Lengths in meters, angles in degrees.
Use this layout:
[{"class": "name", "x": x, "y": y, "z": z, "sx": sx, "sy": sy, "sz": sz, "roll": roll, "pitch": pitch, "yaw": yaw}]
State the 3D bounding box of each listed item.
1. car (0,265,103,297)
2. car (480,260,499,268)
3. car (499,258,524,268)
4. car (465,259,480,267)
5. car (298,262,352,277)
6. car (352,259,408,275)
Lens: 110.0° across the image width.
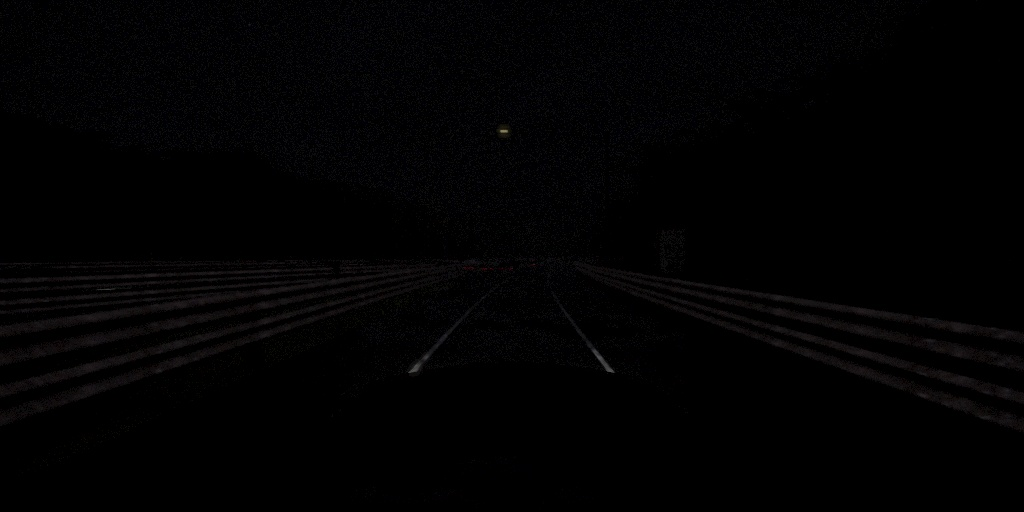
[{"class": "car", "x": -21.901, "y": 1.100, "z": 16.435, "sx": 1.994, "sy": 1.385, "sz": 4.181, "roll": 0, "pitch": 0, "yaw": 18}, {"class": "car", "x": -3.402, "y": 1.325, "z": 62.979, "sx": 1.895, "sy": 1.301, "sz": 4.718, "roll": 0, "pitch": 0, "yaw": 18}, {"class": "car", "x": -0.072, "y": 1.091, "z": 61.891, "sx": 2.097, "sy": 1.767, "sz": 4.553, "roll": 0, "pitch": 0, "yaw": 18}, {"class": "car", "x": -6.740, "y": 1.237, "z": 64.017, "sx": 1.812, "sy": 1.442, "sz": 4.674, "roll": 0, "pitch": 0, "yaw": 18}, {"class": "car", "x": -14.316, "y": 1.149, "z": 28.709, "sx": 2.033, "sy": 1.411, "sz": 5.357, "roll": 0, "pitch": 0, "yaw": 18}, {"class": "car", "x": -10.375, "y": 1.102, "z": 29.560, "sx": 1.882, "sy": 1.535, "sz": 5.008, "roll": 0, "pitch": 0, "yaw": 18}]
